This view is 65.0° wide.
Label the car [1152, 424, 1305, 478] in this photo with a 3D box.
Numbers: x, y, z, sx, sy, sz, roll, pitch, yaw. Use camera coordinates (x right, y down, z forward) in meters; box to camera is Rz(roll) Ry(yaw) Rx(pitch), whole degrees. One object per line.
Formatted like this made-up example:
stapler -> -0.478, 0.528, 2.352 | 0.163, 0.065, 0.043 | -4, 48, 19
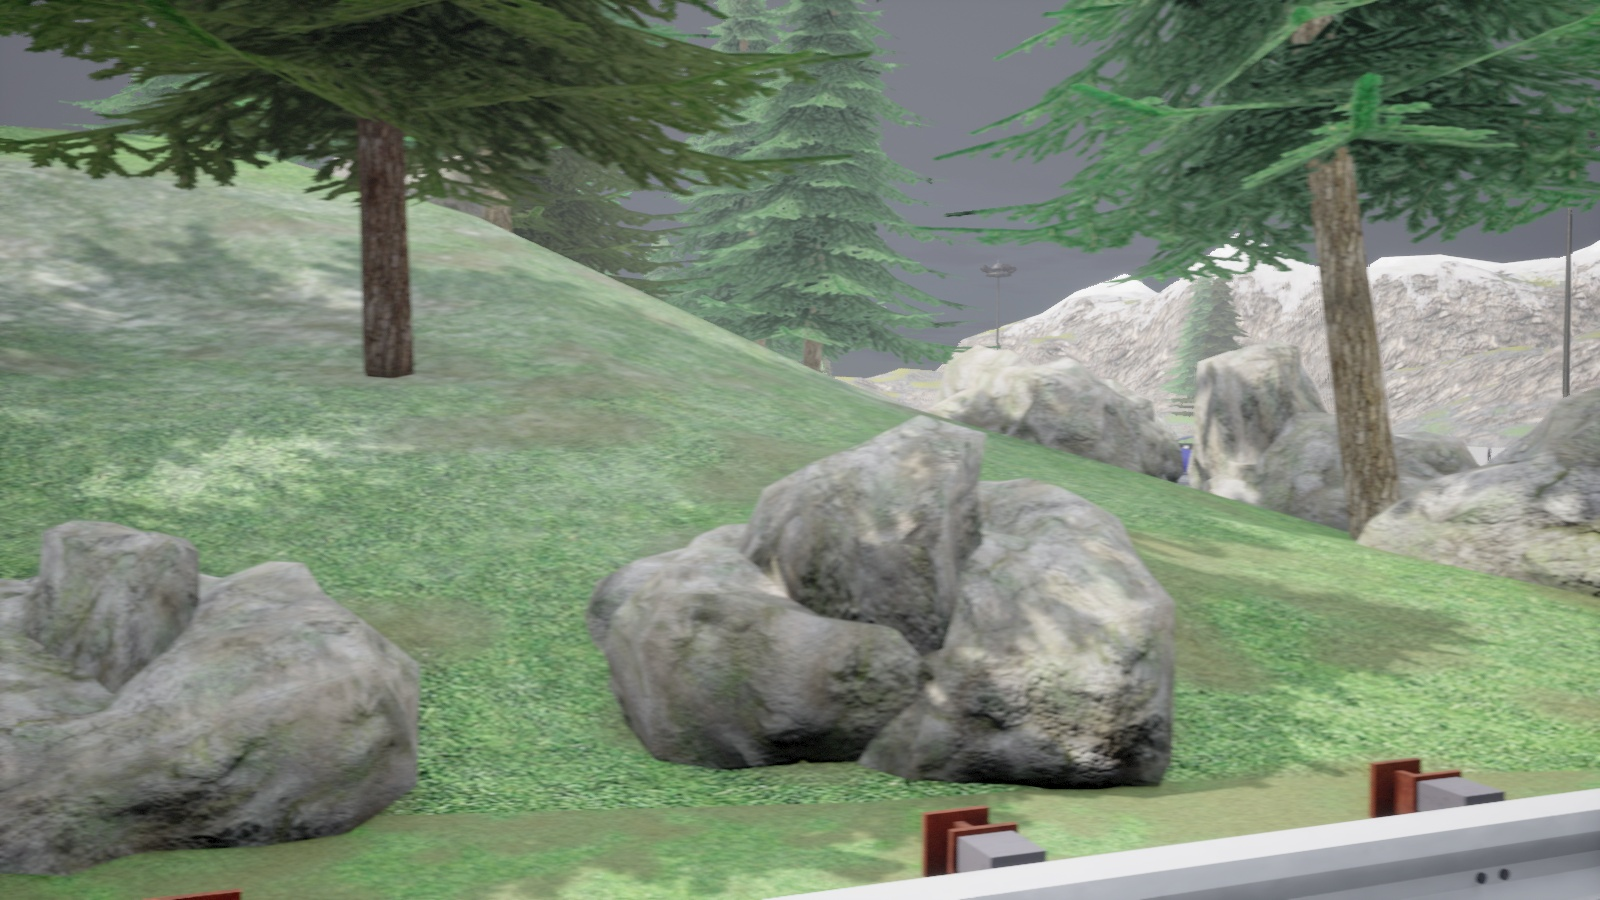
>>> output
car -> 12.811, -0.006, 37.857 | 2.007, 1.525, 4.514 | -1, 1, -19
